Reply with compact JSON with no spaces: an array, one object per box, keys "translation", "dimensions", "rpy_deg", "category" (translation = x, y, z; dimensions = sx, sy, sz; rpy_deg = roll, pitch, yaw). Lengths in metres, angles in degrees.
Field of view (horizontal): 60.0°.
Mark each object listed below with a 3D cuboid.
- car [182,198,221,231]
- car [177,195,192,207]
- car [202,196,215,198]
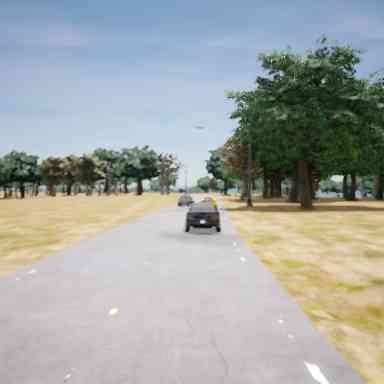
[{"translation":[0.671,1.346,19.460],"dimensions":[1.882,1.535,5.008],"rpy_deg":[0,0,3],"category":"car"},{"translation":[-0.822,1.174,43.410],"dimensions":[1.837,1.490,4.892],"rpy_deg":[0,0,4],"category":"car"},{"translation":[1.932,1.188,38.512],"dimensions":[1.882,1.535,5.008],"rpy_deg":[0,0,4],"category":"car"}]
